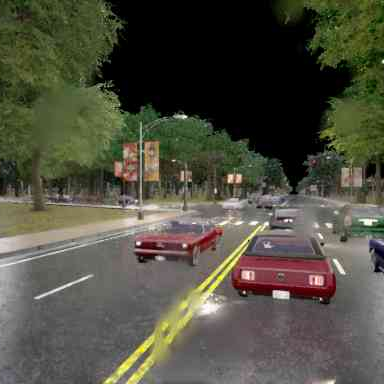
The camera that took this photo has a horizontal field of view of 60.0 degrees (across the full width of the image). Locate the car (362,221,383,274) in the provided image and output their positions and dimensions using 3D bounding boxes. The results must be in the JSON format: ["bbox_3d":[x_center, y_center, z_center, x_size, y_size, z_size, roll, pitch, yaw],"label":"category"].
[{"bbox_3d":[5.495,1.601,7.614,1.895,1.301,4.718,0,0,17],"label":"car"}]

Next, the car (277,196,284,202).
[{"bbox_3d":[16.336,1.535,64.686,1.812,1.442,4.674,0,0,18],"label":"car"}]

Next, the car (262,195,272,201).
[{"bbox_3d":[18.992,1.494,83.989,1.882,1.535,5.008,0,0,17],"label":"car"}]

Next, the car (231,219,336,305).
[{"bbox_3d":[2.289,1.601,8.235,1.895,1.301,4.718,0,0,17],"label":"car"}]

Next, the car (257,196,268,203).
[{"bbox_3d":[15.387,1.552,72.452,2.033,1.411,5.357,0,0,17],"label":"car"}]

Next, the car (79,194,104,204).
[{"bbox_3d":[-18.156,1.425,61.030,4.718,1.301,1.895,0,0,41],"label":"car"}]

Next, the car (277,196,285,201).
[{"bbox_3d":[22.693,1.612,84.938,1.895,1.301,4.718,0,0,17],"label":"car"}]

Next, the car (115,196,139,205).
[{"bbox_3d":[-10.746,1.363,54.726,4.902,1.511,2.128,0,0,41],"label":"car"}]

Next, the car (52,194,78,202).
[{"bbox_3d":[-25.878,1.302,67.653,4.674,1.442,1.812,0,0,40],"label":"car"}]

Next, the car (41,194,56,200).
[{"bbox_3d":[-36.991,1.255,85.616,4.181,1.385,1.994,0,0,40],"label":"car"}]

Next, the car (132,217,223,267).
[{"bbox_3d":[-0.272,1.601,11.664,1.895,1.301,4.718,0,0,17],"label":"car"}]

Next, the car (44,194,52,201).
[{"bbox_3d":[-31.513,1.262,76.701,4.674,1.442,1.812,0,0,40],"label":"car"}]

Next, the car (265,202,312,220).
[{"bbox_3d":[4.999,1.506,17.089,1.837,1.490,4.892,0,0,17],"label":"car"}]

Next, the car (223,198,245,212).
[{"bbox_3d":[4.987,1.507,39.662,1.812,1.442,4.674,0,0,18],"label":"car"}]

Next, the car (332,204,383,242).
[{"bbox_3d":[8.131,1.353,16.208,2.097,1.767,4.553,0,0,17],"label":"car"}]

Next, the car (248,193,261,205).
[{"bbox_3d":[11.590,1.229,60.514,2.150,2.045,5.566,0,0,18],"label":"car"}]

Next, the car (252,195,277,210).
[{"bbox_3d":[9.453,1.534,42.958,2.033,1.411,5.357,0,0,18],"label":"car"}]
